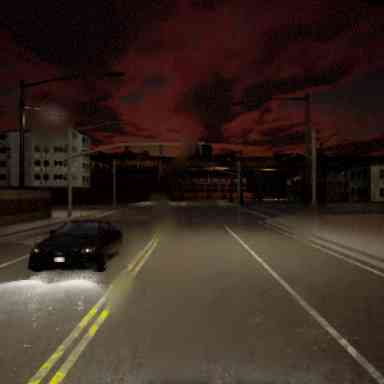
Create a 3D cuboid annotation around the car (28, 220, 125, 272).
[{"bbox_3d":[-3.499,1.613,10.793,1.994,1.385,4.181,0,0,0],"label":"car"}]
